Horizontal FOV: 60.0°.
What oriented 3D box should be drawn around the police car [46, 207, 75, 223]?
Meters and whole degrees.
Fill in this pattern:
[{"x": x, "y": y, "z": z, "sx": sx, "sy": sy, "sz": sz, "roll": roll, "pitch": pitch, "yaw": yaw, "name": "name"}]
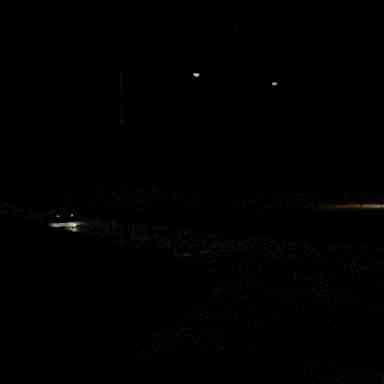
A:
[{"x": -13.865, "y": 2.388, "z": 34.963, "sx": 2.038, "sy": 1.542, "sz": 4.974, "roll": -2, "pitch": 0, "yaw": -36, "name": "police car"}]
